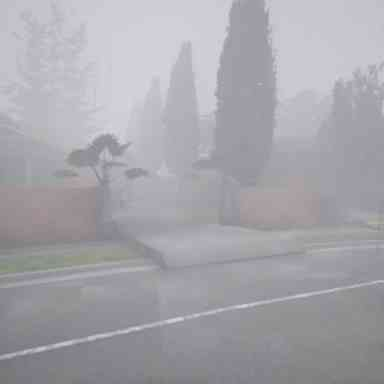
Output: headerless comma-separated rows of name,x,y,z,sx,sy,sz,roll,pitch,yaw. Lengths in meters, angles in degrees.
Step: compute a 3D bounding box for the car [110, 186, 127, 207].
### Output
car,-5.670,0.315,23.841,1.816,1.474,4.193,-3,1,-7
